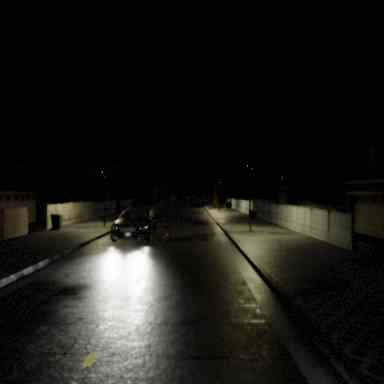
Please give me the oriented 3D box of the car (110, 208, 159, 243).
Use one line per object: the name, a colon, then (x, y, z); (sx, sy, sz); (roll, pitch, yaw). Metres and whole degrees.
car: (-2.757, 1.577, 16.779); (2.128, 1.511, 4.902); (0, 0, 0)
